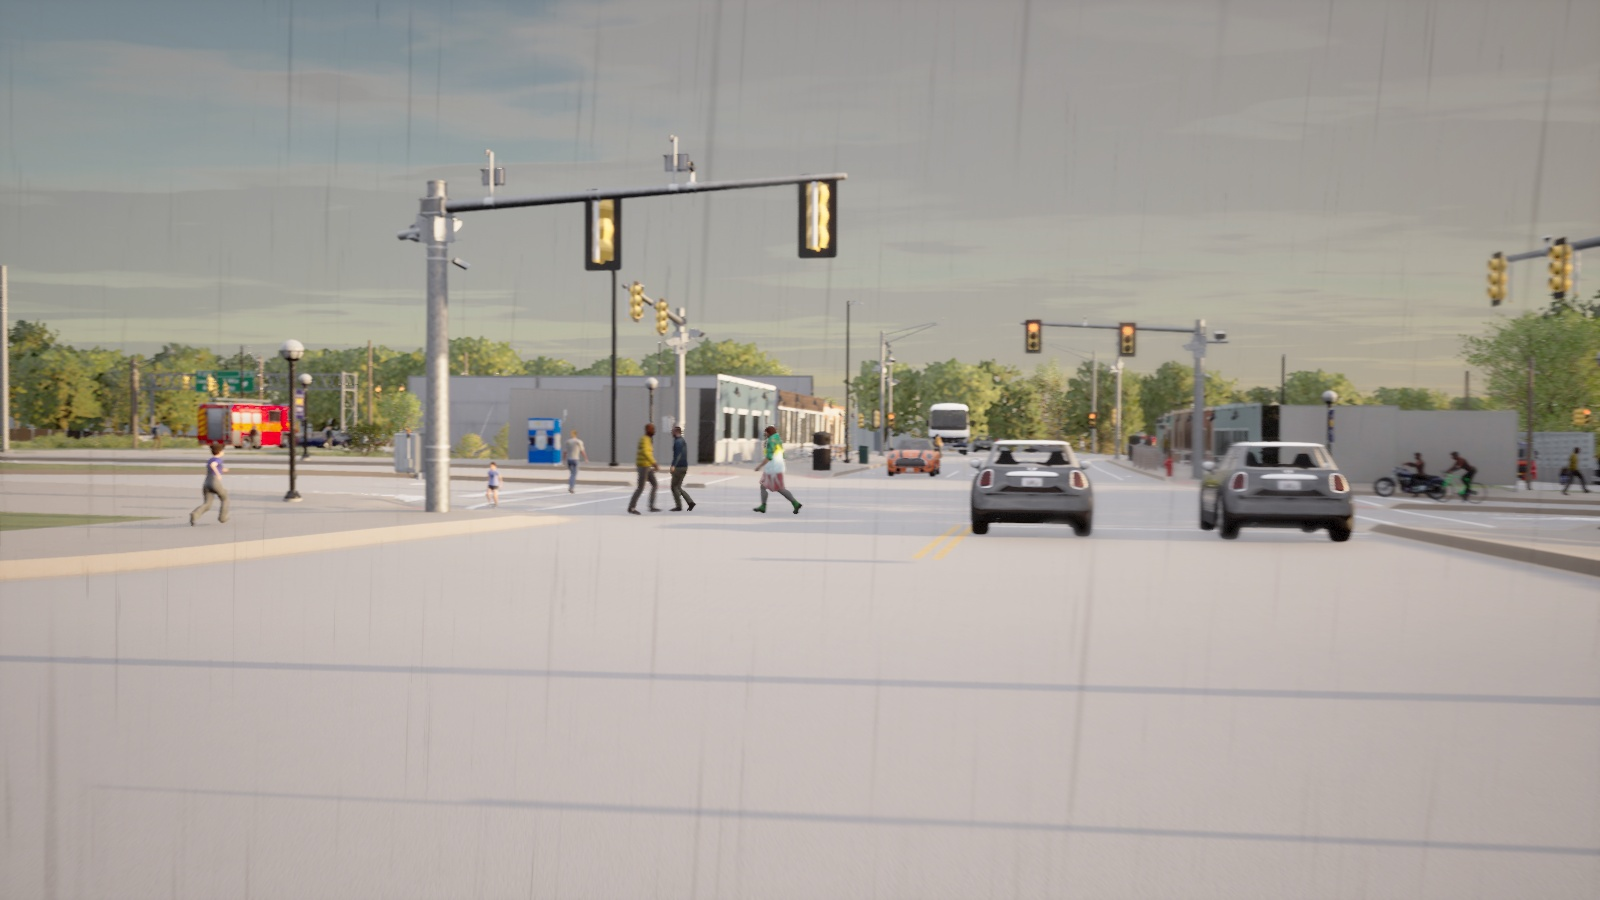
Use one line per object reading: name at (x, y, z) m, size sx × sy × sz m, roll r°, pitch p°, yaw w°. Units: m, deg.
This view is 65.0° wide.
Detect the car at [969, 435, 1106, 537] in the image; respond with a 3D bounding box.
car at (3.818, 0.545, 20.437) m, size 1.970 × 1.475 × 3.806 m, roll 1°, pitch 0°, yaw 9°

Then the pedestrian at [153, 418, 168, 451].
pedestrian at (-38.114, -0.918, 74.862) m, size 0.423 × 1.949 × 0.788 m, roll 1°, pitch 1°, yaw 10°

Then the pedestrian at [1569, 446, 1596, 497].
pedestrian at (28.436, 0.786, 45.648) m, size 0.726 × 1.835 × 0.370 m, roll 1°, pitch 1°, yaw 12°

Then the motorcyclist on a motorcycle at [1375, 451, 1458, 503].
motorcyclist on a motorcycle at (21.017, 0.905, 42.846) m, size 2.350 × 1.649 × 0.766 m, roll 2°, pitch 0°, yaw 12°

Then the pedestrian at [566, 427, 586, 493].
pedestrian at (-6.349, 0.275, 35.592) m, size 0.354 × 1.836 × 0.706 m, roll 1°, pitch 1°, yaw 8°

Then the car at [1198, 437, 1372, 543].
car at (7.485, 0.587, 19.756) m, size 1.970 × 1.475 × 3.806 m, roll 1°, pitch 0°, yaw 12°

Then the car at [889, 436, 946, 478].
car at (5.260, 0.256, 55.802) m, size 2.097 × 1.767 × 4.553 m, roll 1°, pitch 1°, yaw 10°

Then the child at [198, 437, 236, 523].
child at (-8.634, 0.436, 18.603) m, size 0.270 × 1.263 × 0.437 m, roll 1°, pitch 1°, yaw 19°

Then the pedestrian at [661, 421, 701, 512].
pedestrian at (-2.444, 0.334, 25.817) m, size 0.726 × 1.842 × 0.402 m, roll 1°, pitch 1°, yaw 7°

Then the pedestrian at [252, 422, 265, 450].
pedestrian at (-36.909, -0.969, 85.624) m, size 0.376 × 1.854 × 0.720 m, roll 1°, pitch 1°, yaw 22°

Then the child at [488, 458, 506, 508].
child at (-6.892, 0.749, 28.554) m, size 0.255 × 1.110 × 0.394 m, roll 1°, pitch 1°, yaw 12°

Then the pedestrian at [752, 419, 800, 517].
pedestrian at (-0.487, 0.354, 25.560) m, size 0.873 × 1.952 × 0.659 m, roll 1°, pitch 1°, yaw 7°

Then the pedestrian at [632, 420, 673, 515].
pedestrian at (-2.879, 0.327, 24.499) m, size 0.726 × 1.835 × 0.370 m, roll 1°, pitch 1°, yaw 6°

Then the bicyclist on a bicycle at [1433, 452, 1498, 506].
bicyclist on a bicycle at (20.773, 0.901, 39.224) m, size 1.656 × 1.620 × 0.582 m, roll 2°, pitch 0°, yaw 9°
